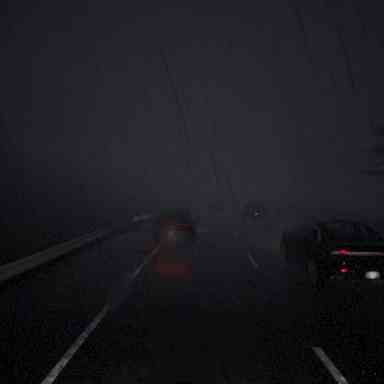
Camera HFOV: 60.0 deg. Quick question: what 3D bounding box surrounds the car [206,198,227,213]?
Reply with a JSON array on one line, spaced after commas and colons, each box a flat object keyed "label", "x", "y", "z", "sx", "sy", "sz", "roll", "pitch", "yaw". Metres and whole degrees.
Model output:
[{"label": "car", "x": 2.764, "y": 1.600, "z": 38.443, "sx": 1.812, "sy": 1.442, "sz": 4.674, "roll": 0, "pitch": 0, "yaw": 9}]

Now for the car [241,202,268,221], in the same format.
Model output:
[{"label": "car", "x": 5.114, "y": 1.534, "z": 27.611, "sx": 1.882, "sy": 1.535, "sz": 5.008, "roll": 0, "pitch": 0, "yaw": 6}]

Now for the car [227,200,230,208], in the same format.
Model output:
[{"label": "car", "x": 4.501, "y": 1.602, "z": 49.983, "sx": 1.837, "sy": 1.490, "sz": 4.892, "roll": 0, "pitch": 0, "yaw": 9}]

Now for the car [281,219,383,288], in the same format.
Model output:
[{"label": "car", "x": 3.841, "y": 1.513, "z": 9.330, "sx": 2.128, "sy": 1.511, "sz": 4.902, "roll": 0, "pitch": 0, "yaw": 2}]

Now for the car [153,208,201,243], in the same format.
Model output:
[{"label": "car", "x": -0.704, "y": 1.535, "z": 16.320, "sx": 1.837, "sy": 1.490, "sz": 4.892, "roll": 0, "pitch": 0, "yaw": 3}]
